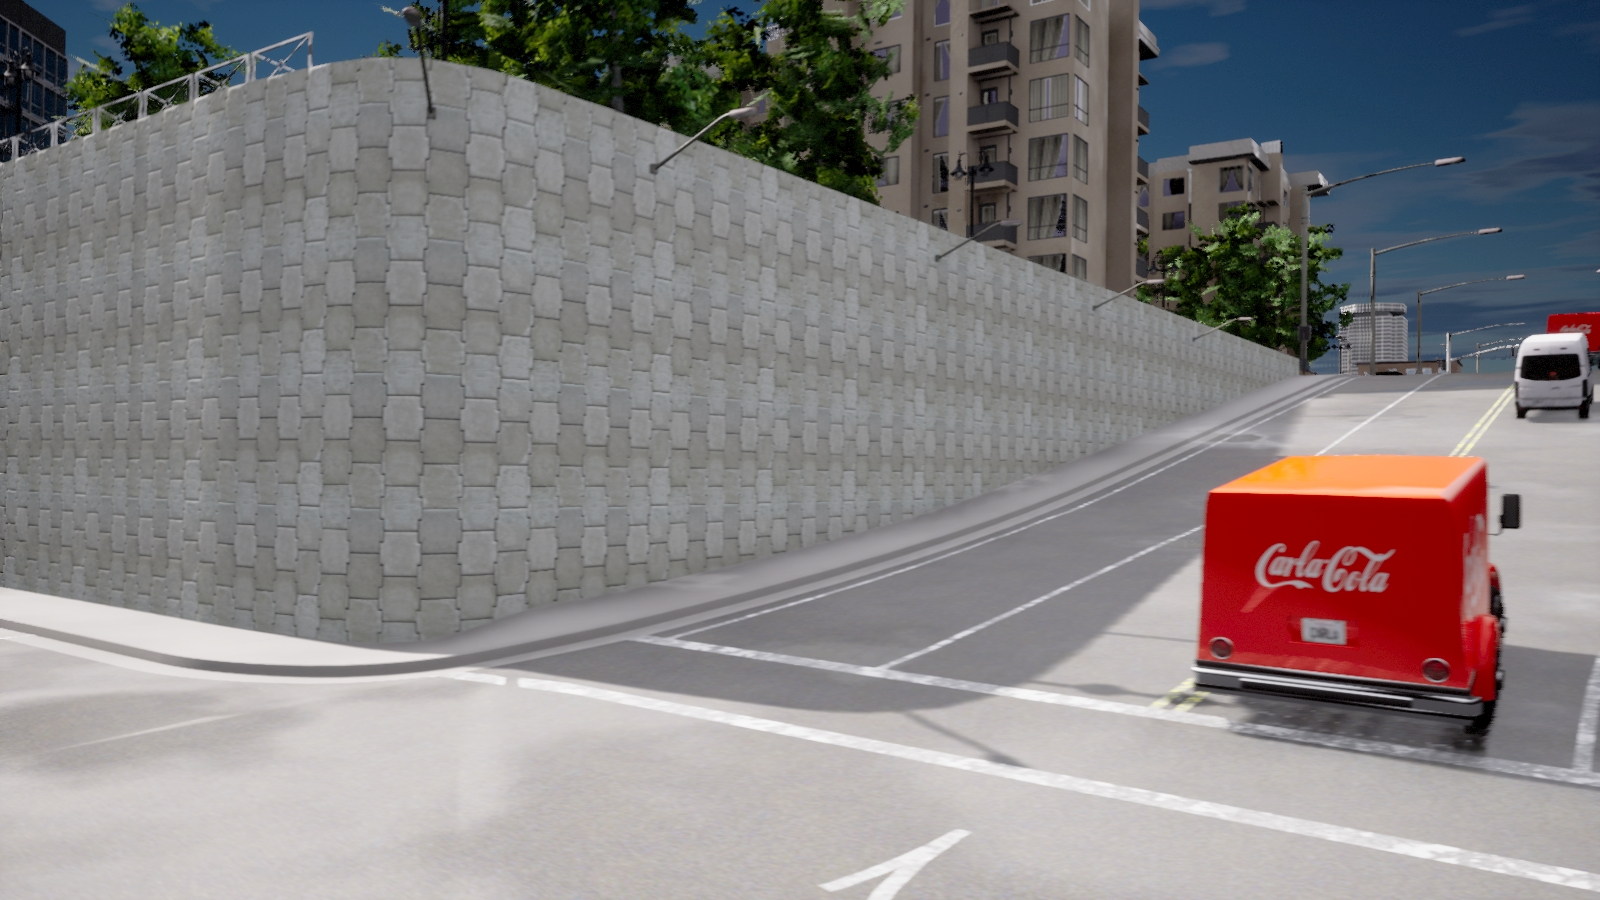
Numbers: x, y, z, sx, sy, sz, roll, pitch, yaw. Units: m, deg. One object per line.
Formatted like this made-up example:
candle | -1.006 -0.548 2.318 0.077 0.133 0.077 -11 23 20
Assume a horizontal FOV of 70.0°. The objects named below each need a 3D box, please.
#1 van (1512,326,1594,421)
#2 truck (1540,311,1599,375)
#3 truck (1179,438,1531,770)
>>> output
van | 25.115 -2.605 37.987 1.988 2.561 5.915 0 9 36
truck | 35.808 -4.878 52.586 2.627 2.467 5.204 1 1 36
truck | 6.355 1.302 12.634 2.627 2.467 5.204 0 5 36
